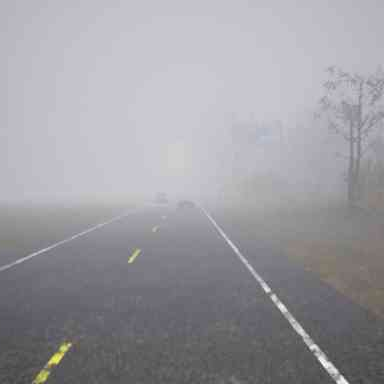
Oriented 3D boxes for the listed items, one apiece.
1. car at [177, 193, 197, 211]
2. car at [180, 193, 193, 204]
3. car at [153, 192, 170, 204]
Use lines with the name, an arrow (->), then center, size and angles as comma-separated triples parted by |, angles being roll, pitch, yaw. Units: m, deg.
car -> -0.523, 1.107, 32.972 | 1.812, 1.442, 4.674 | -1, 1, 0
car -> -0.763, 0.913, 48.250 | 1.812, 1.442, 4.674 | -1, 1, -1
car -> -4.318, 0.839, 47.356 | 2.097, 1.767, 4.553 | -1, 1, -1
